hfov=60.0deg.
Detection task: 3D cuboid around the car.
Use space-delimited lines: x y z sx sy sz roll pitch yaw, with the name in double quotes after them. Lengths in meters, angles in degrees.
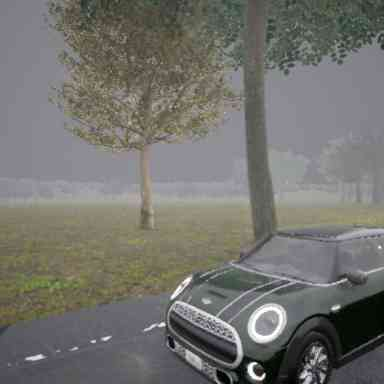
1.840 1.371 5.206 4.553 1.767 2.097 0 0 -36 "car"
